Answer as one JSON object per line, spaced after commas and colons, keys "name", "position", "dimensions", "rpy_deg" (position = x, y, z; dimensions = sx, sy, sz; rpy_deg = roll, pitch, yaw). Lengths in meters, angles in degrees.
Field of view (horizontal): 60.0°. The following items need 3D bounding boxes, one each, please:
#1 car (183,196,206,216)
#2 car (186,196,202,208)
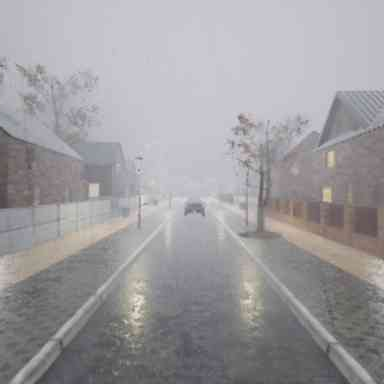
{"name": "car", "position": [0.243, 1.395, 31.474], "dimensions": [1.837, 1.490, 4.892], "rpy_deg": [0, 1, 1]}
{"name": "car", "position": [0.321, 1.330, 46.104], "dimensions": [2.128, 1.511, 4.902], "rpy_deg": [0, 0, 1]}
